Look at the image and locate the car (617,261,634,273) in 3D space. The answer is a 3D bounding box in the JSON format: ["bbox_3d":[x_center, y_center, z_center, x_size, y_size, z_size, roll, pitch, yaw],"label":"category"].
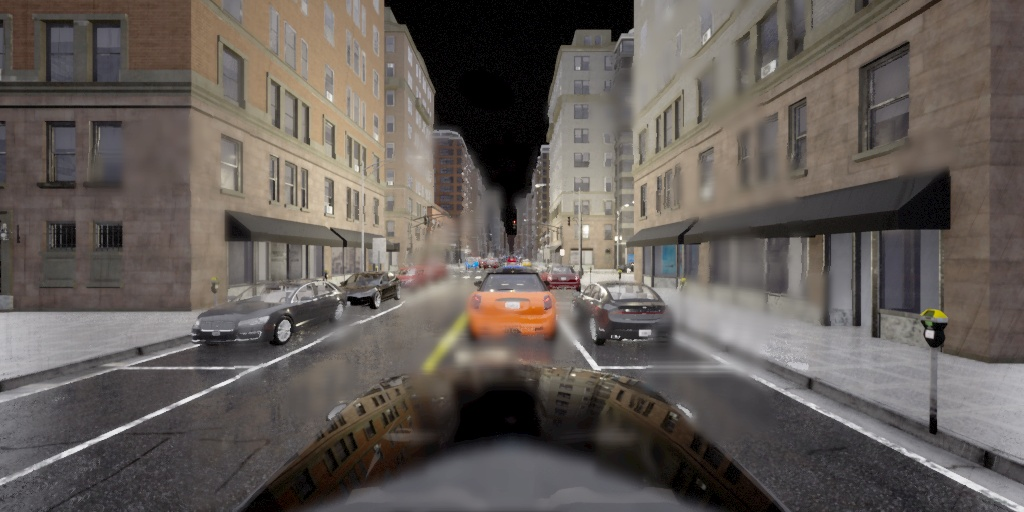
[{"bbox_3d":[14.539,1.238,41.011,4.892,1.490,1.837,0,0,1],"label":"car"}]

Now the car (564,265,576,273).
[{"bbox_3d":[2.657,1.187,20.378,1.967,1.591,4.097,0,0,0],"label":"car"}]

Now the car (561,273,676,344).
[{"bbox_3d":[2.665,1.300,9.328,2.007,1.370,4.403,0,0,0],"label":"car"}]

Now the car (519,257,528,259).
[{"bbox_3d":[2.626,1.260,64.209,1.751,1.417,4.829,0,0,0],"label":"car"}]

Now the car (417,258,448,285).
[{"bbox_3d":[-5.873,1.061,25.870,2.192,1.841,5.009,0,0,0],"label":"car"}]

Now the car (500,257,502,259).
[{"bbox_3d":[-3.109,1.261,62.745,1.812,1.442,4.674,0,0,0],"label":"car"}]

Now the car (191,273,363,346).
[{"bbox_3d":[-5.861,1.300,9.299,2.007,1.370,4.403,0,0,0],"label":"car"}]

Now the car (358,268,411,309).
[{"bbox_3d":[-5.865,1.314,14.823,1.948,1.339,4.313,0,0,0],"label":"car"}]

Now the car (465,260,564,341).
[{"bbox_3d":[0.014,1.101,9.987,2.097,1.767,4.553,0,0,0],"label":"car"}]

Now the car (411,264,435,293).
[{"bbox_3d":[-5.869,1.330,20.347,1.802,1.307,4.207,0,0,0],"label":"car"}]

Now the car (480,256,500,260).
[{"bbox_3d":[-3.122,1.216,52.546,1.882,1.535,5.008,0,0,0],"label":"car"}]

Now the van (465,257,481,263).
[{"bbox_3d":[-5.892,1.079,52.818,1.690,1.789,3.998,0,0,0],"label":"van"}]
